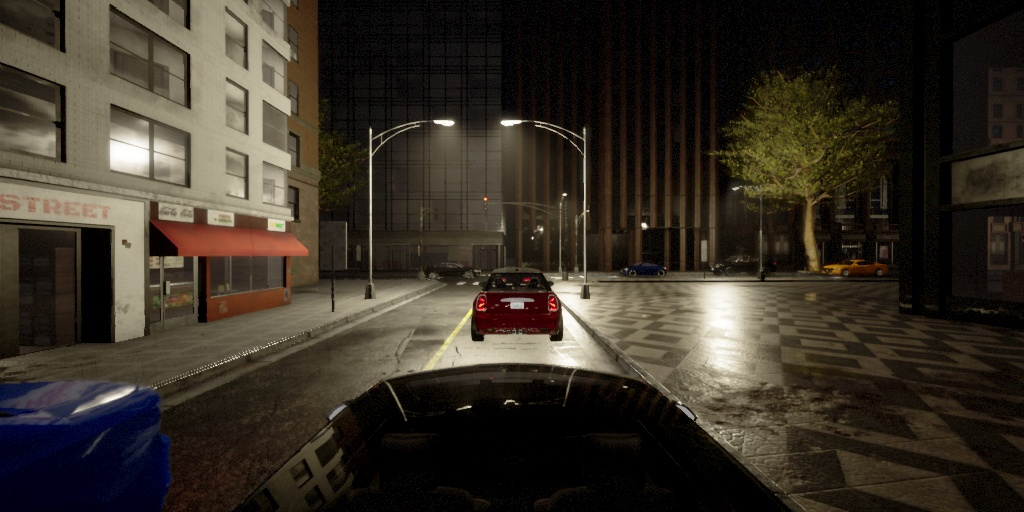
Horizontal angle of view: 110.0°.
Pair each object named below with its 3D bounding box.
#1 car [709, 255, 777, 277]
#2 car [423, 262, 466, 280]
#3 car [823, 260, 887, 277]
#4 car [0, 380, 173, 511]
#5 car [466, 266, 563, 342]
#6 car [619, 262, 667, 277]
[{"bbox_3d":[21.703,0.884,33.764,5.566,2.045,2.150,0,0,0],"label":"car"},{"bbox_3d":[-5.126,1.247,30.717,4.902,1.511,2.128,-1,0,0],"label":"car"},{"bbox_3d":[32.154,1.116,33.707,5.008,1.535,1.882,0,0,0],"label":"car"},{"bbox_3d":[-3.104,1.228,0.134,1.882,1.535,5.008,0,0,0],"label":"car"},{"bbox_3d":[0.122,1.101,9.955,2.097,1.767,4.553,0,0,0],"label":"car"},{"bbox_3d":[12.318,1.257,33.823,4.181,1.385,1.994,0,0,0],"label":"car"}]
